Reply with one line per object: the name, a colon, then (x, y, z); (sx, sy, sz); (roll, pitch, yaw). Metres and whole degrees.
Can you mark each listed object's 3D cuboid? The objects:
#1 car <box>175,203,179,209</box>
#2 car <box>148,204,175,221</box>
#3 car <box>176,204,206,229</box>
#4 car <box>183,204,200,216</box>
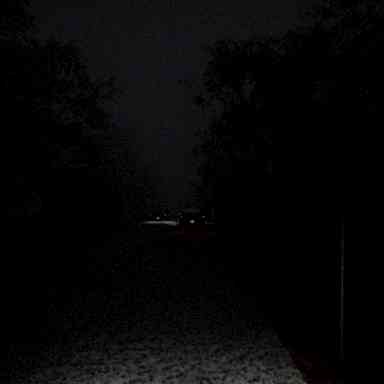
car: (-3.243, 3.202, 72.739); (2.033, 1.411, 5.357); (0, -2, -1)
car: (-2.972, 1.947, 31.567); (2.033, 1.411, 5.357); (0, -1, 0)
car: (0.021, 1.782, 23.896); (1.812, 1.442, 4.674); (0, -1, 0)
car: (-0.093, 2.199, 41.763); (1.994, 1.385, 4.181); (0, -2, 0)
